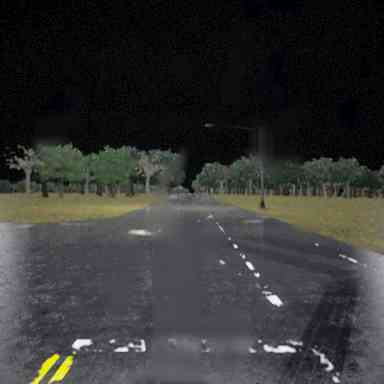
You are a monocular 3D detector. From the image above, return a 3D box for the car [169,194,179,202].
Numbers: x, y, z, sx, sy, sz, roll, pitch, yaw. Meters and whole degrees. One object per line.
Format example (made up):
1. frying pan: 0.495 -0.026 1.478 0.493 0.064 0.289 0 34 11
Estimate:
1. car: -3.656 1.221 67.786 1.837 1.490 4.892 0 1 0
